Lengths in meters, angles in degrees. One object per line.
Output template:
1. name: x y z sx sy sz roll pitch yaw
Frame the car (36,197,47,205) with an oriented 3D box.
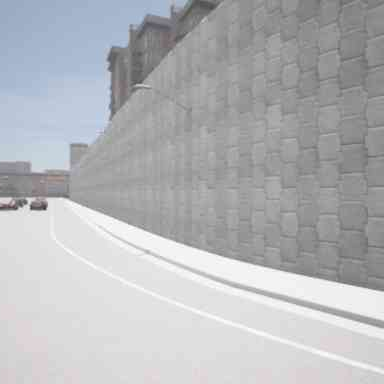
1. car: -28.977 1.714 64.035 1.895 1.301 4.718 1 0 -23

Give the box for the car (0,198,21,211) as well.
1. car: -24.390 1.774 44.278 1.895 1.301 4.718 1 0 -22

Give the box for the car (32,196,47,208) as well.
1. car: -25.069 1.596 54.792 2.097 1.767 4.553 1 0 -23

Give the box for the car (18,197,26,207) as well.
1. car: -28.306 1.720 53.456 1.837 1.490 4.892 1 0 -23

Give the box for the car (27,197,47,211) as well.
1. car: -20.894 1.764 45.182 1.994 1.385 4.181 1 0 -23
